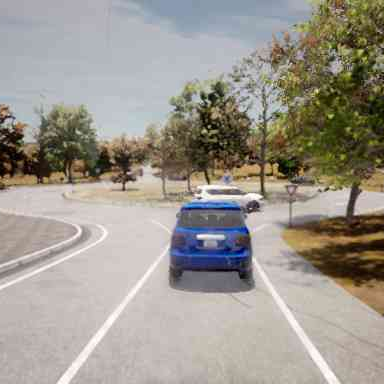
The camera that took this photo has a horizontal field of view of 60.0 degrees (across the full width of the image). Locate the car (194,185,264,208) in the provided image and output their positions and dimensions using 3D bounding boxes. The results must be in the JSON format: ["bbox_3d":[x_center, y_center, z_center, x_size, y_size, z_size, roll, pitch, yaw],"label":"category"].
[{"bbox_3d":[2.846,0.535,26.265,5.566,2.045,2.150,-1,6,-8],"label":"car"}]

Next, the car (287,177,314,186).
[{"bbox_3d":[17.979,-1.779,55.162,1.837,1.490,4.892,-2,5,-29],"label":"car"}]

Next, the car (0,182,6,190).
[{"bbox_3d":[-28.137,-0.833,45.998,4.181,1.385,1.994,-3,5,-10],"label":"car"}]

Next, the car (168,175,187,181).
[{"bbox_3d":[-3.104,-2.930,69.201,4.181,1.385,1.994,4,6,39],"label":"car"}]

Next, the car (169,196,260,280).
[{"bbox_3d":[0.609,1.293,10.479,2.150,2.045,5.566,0,0,4],"label":"car"}]
